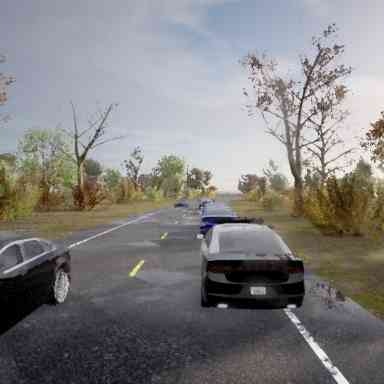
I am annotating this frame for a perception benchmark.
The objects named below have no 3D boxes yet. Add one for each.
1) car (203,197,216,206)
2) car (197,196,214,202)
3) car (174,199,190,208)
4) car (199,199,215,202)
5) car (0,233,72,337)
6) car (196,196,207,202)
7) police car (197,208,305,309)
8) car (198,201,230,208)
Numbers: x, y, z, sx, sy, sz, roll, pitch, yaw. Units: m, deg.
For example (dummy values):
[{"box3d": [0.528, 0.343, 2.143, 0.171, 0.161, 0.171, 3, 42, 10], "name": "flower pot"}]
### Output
[{"box3d": [3.202, 1.633, 60.356, 2.128, 1.511, 4.902, 0, 0, 6], "name": "car"}, {"box3d": [2.041, 1.602, 46.574, 1.812, 1.442, 4.674, 0, 0, 6], "name": "car"}, {"box3d": [-1.442, 1.647, 48.145, 1.994, 1.385, 4.181, 0, 0, 5], "name": "car"}, {"box3d": [1.644, 1.491, 23.892, 1.882, 1.535, 5.008, 0, 0, 3], "name": "car"}, {"box3d": [-3.527, 1.493, 5.284, 2.128, 1.511, 4.902, 0, 0, 1], "name": "car"}, {"box3d": [2.324, 1.738, 81.557, 2.128, 1.511, 4.902, 0, 0, 8], "name": "car"}, {"box3d": [1.144, 1.427, 8.081, 1.930, 1.638, 5.238, 0, 0, 1], "name": "police car"}, {"box3d": [1.408, 1.485, 17.923, 1.882, 1.535, 5.008, 0, 0, 2], "name": "car"}]
